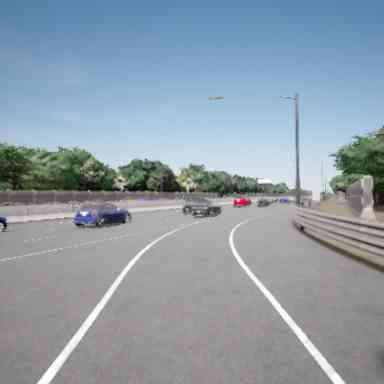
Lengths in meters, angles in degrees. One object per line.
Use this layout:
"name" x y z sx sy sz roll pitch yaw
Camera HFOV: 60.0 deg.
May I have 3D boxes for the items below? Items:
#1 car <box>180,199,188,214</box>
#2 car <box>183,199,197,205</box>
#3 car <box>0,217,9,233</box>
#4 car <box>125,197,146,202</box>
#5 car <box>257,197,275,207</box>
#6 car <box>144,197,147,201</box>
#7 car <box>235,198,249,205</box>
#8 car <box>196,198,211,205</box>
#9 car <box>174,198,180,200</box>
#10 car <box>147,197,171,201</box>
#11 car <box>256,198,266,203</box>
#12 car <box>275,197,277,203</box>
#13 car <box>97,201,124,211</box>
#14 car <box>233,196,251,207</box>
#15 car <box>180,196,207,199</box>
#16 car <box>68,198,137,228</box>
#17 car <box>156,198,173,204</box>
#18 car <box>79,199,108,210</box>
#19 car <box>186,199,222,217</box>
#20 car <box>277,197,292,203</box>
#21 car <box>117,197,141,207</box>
"car" 0.375 1.853 40.040 1.812 1.442 4.674 -1 -1 24
"car" -0.427 2.368 82.260 1.994 1.385 4.181 -1 -1 23
"car" -12.809 1.688 18.540 1.882 1.535 5.008 -1 -1 24
"car" -9.782 2.044 51.932 1.882 1.535 5.008 -1 -1 24
"car" 13.530 1.953 61.581 1.837 1.490 4.892 -1 -1 23
"car" -9.866 1.992 69.208 2.150 2.045 5.566 -1 -1 23
"car" 11.065 2.136 73.548 1.812 1.442 4.674 -1 -1 23
"car" 2.795 2.246 80.896 1.882 1.535 5.008 -1 -1 23
"car" -3.638 2.364 83.653 1.837 1.490 4.892 -1 -1 23
"car" -6.635 2.074 67.861 2.097 1.767 4.553 -1 -1 23
"car" 19.351 2.327 92.870 1.994 1.385 4.181 -1 -1 23
"car" 21.779 2.306 89.647 1.895 1.301 4.718 -1 -1 23
"car" -12.987 2.140 53.322 1.812 1.442 4.674 -1 -1 24
"car" 9.152 1.696 60.270 2.150 2.045 5.566 -1 -1 23
"car" 0.779 1.657 49.743 2.150 2.045 5.566 -1 -1 23
"car" -6.428 1.566 24.433 2.097 1.767 4.553 -1 -1 24
"car" -6.982 2.210 84.742 2.033 1.411 5.357 -1 -1 23
"car" -16.171 2.015 54.767 2.097 1.767 4.553 -1 -1 24
"car" 1.594 1.738 34.075 2.128 1.511 4.902 -1 -1 24
"car" 23.802 2.116 85.479 1.882 1.535 5.008 -1 -1 23
"car" -13.231 2.037 70.240 2.150 2.045 5.566 -1 -1 23
